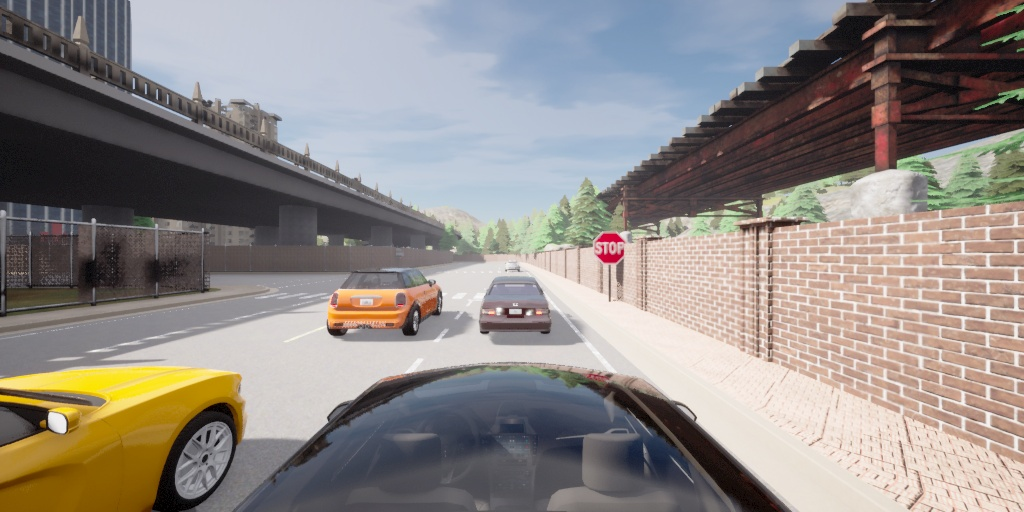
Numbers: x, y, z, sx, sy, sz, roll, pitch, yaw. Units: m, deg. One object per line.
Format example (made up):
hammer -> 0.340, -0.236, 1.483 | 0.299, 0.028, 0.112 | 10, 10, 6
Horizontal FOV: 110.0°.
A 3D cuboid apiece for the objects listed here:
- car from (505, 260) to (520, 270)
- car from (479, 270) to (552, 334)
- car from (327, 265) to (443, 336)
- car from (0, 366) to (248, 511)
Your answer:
car -> 0.054, 1.276, 46.337 | 1.812, 1.442, 4.674 | 0, 0, -1
car -> 0.075, 1.297, 10.581 | 2.033, 1.411, 5.357 | 0, 0, 0
car -> -3.426, 1.102, 10.557 | 2.097, 1.767, 4.553 | 0, 0, 0
car -> -3.398, 1.228, 1.300 | 1.882, 1.535, 5.008 | 0, 0, 0
